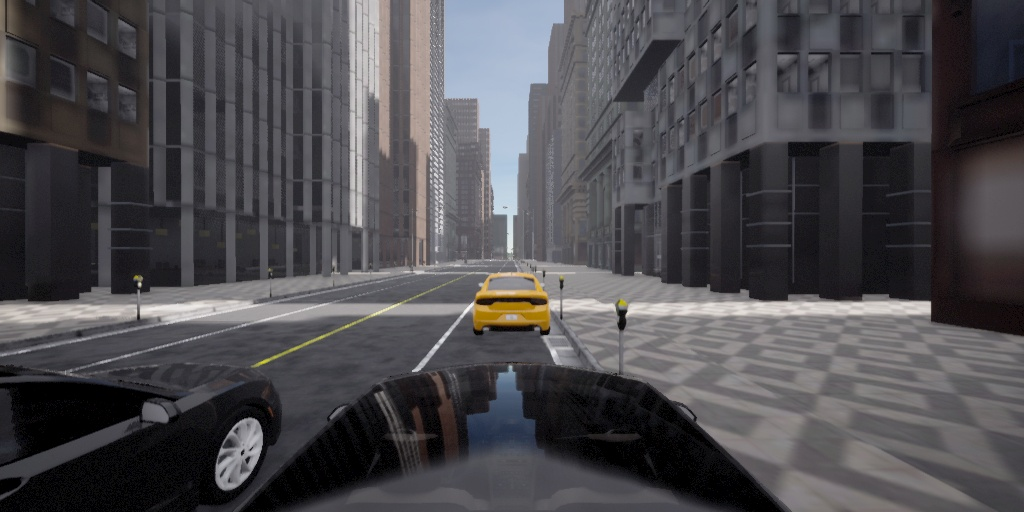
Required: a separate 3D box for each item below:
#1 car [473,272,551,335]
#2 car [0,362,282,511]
[{"bbox_3d":[-0.006,1.217,10.500,1.882,1.535,5.008,0,0,0],"label":"car"},{"bbox_3d":[-3.145,1.253,1.501,1.837,1.490,4.892,0,0,0],"label":"car"}]
